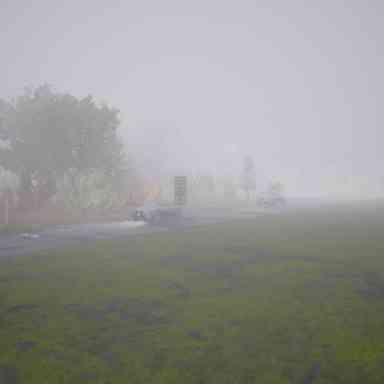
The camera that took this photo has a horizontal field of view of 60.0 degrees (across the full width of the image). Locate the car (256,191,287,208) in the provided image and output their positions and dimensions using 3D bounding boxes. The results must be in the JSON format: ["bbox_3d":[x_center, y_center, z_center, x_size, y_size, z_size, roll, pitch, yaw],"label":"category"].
[{"bbox_3d":[10.067,0.839,41.863,2.150,2.045,5.566,0,1,37],"label":"car"}]

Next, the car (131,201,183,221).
[{"bbox_3d":[-2.564,1.367,24.896,1.994,1.385,4.181,0,1,36],"label":"car"}]
